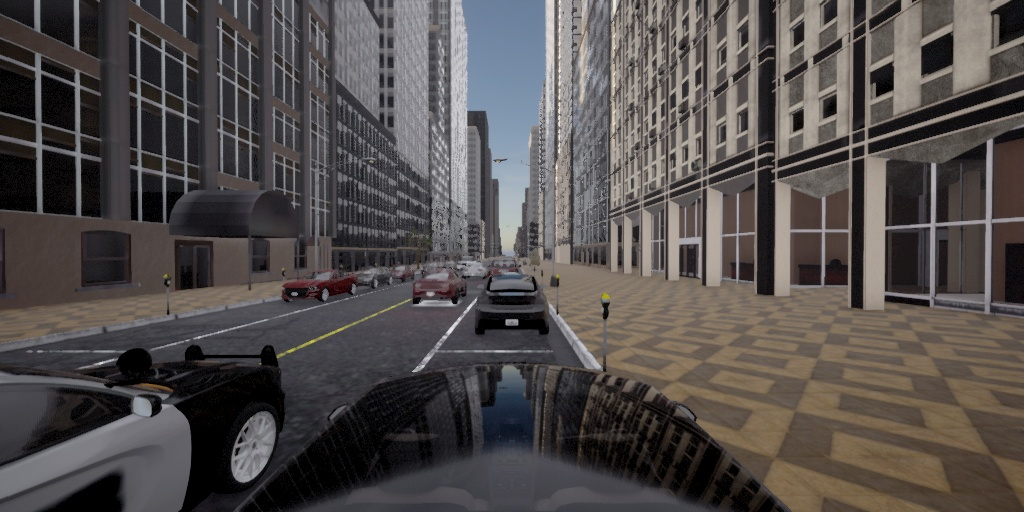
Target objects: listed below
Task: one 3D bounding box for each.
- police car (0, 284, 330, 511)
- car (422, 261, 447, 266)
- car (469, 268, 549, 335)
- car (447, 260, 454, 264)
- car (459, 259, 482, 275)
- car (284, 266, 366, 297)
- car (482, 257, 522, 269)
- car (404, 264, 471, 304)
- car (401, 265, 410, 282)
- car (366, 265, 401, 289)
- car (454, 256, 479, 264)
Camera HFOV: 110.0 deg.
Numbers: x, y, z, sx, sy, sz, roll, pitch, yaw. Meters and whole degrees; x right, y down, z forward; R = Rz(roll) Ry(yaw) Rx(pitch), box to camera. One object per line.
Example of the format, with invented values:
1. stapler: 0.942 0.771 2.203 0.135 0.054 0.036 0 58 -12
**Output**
1. police car: -3.146 1.175 1.611 1.930 1.638 5.238 0 0 0
2. car: -8.837 1.293 39.574 2.007 1.370 4.403 0 0 0
3. car: -0.001 1.252 10.501 1.837 1.490 4.892 0 0 0
4. car: -8.837 1.290 50.940 2.007 1.370 4.403 0 0 0
5. car: -3.146 1.278 31.098 1.812 1.442 4.674 0 0 0
6. car: -8.837 1.292 16.839 1.888 1.381 4.507 0 0 0
7. car: -0.457 1.060 22.523 2.192 1.841 5.009 0 0 0
8. car: -3.146 1.281 16.097 1.812 1.442 4.674 0 0 0
9. car: -8.837 1.327 28.206 1.802 1.307 4.207 0 0 0
10. car: -8.838 1.296 22.523 2.007 1.370 4.403 0 0 0
11. car: -6.146 1.068 49.068 2.150 2.045 5.566 0 0 0
